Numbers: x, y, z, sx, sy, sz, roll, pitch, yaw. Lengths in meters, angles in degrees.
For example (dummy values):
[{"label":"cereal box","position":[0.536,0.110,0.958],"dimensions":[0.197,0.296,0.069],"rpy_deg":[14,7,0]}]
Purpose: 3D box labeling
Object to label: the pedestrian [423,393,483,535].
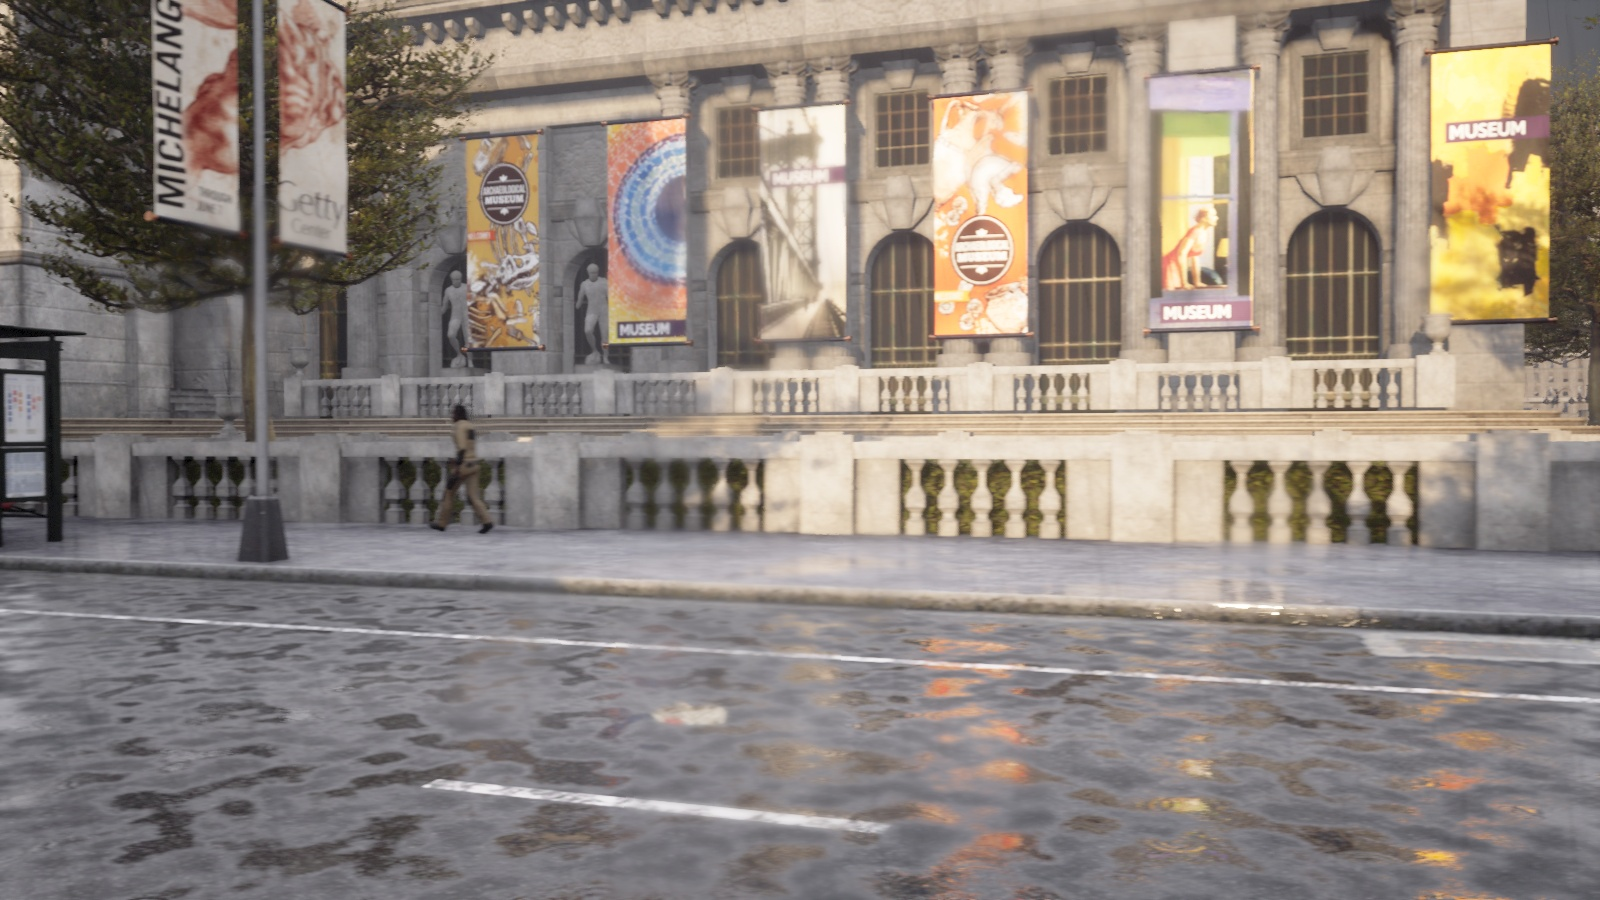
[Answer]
[{"label":"pedestrian","position":[-4.802,0.187,17.384],"dimensions":[0.692,1.930,0.396],"rpy_deg":[1,1,23]}]
